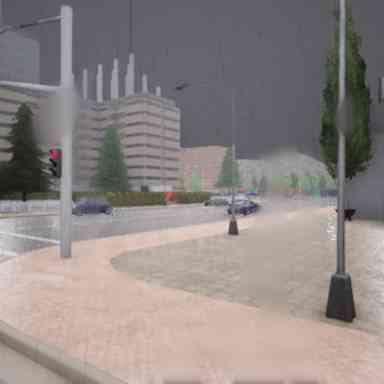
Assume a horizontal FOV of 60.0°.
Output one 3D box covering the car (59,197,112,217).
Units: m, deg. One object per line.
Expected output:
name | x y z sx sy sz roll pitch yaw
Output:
car | -9.402 1.216 29.580 2.097 1.767 4.553 0 0 36

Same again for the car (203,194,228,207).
car | 3.379 1.429 47.047 1.994 1.385 4.181 0 0 36

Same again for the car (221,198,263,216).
car | 4.974 1.449 31.136 1.812 1.442 4.674 0 0 36
